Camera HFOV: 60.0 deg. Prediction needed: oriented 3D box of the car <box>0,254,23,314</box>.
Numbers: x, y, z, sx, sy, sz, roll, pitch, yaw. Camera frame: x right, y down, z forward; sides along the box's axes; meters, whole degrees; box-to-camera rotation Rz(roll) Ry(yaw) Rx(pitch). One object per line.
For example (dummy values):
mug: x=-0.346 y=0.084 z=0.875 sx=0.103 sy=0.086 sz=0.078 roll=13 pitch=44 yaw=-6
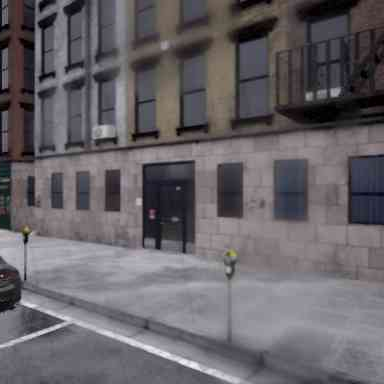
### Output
car: x=-4.933 y=1.547 z=6.314 sx=4.403 sy=1.369 sz=2.008 roll=0 pitch=0 yaw=35
